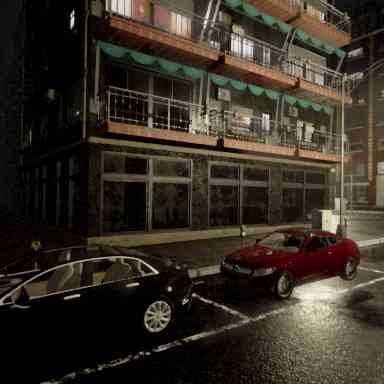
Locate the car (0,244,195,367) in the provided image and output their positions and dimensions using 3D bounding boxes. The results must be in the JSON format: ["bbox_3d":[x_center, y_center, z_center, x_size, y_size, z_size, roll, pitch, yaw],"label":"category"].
[{"bbox_3d":[-2.011,1.551,5.068,4.403,1.369,2.008,0,1,-36],"label":"car"}]

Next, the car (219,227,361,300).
[{"bbox_3d":[2.615,1.585,8.375,4.206,1.307,1.802,0,1,-36],"label":"car"}]
